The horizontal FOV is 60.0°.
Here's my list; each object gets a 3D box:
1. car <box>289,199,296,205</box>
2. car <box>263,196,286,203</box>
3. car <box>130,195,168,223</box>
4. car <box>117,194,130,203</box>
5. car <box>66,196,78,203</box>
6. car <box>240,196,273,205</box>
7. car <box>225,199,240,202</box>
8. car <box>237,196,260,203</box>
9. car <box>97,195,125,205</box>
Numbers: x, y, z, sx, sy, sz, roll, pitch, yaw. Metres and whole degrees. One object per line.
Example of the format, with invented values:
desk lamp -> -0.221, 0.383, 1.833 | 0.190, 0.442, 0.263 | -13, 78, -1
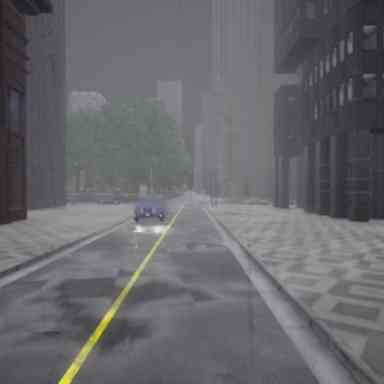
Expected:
car -> 17.091, 1.735, 60.471 | 4.403, 1.369, 2.008 | 0, 1, 0
car -> 17.127, 1.612, 68.995 | 4.313, 1.339, 1.947 | 0, 1, 0
car -> -3.109, 1.229, 26.094 | 2.150, 2.045, 5.566 | 0, 0, 0
car -> -15.051, 1.331, 69.158 | 5.009, 1.841, 2.192 | 0, 1, 0
car -> -25.963, 1.580, 69.218 | 4.313, 1.339, 1.947 | 0, 1, 0
car -> 11.749, 1.703, 60.498 | 4.829, 1.417, 1.752 | 0, 1, 0
car -> 8.182, 1.525, 63.276 | 4.181, 1.385, 1.994 | 0, 1, 0
car -> 11.614, 1.590, 69.024 | 4.403, 1.369, 2.008 | 0, 1, 0
car -> -15.086, 1.720, 60.638 | 4.313, 1.339, 1.947 | 0, 1, 0
